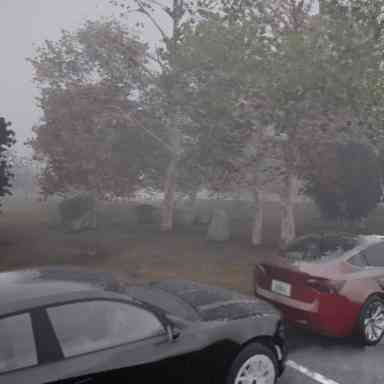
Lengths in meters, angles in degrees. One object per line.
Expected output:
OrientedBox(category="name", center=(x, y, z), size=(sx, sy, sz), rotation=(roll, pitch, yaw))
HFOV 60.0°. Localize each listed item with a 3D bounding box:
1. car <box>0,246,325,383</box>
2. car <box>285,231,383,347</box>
OrientedBox(category="car", center=(-1.230, 1.480, 3.169), size=(5.008, 1.535, 2.097), rotation=(-1, 1, -33))
OrientedBox(category="car", center=(3.333, 1.510, 6.428), size=(4.792, 1.488, 2.163), rotation=(0, 0, -33))
